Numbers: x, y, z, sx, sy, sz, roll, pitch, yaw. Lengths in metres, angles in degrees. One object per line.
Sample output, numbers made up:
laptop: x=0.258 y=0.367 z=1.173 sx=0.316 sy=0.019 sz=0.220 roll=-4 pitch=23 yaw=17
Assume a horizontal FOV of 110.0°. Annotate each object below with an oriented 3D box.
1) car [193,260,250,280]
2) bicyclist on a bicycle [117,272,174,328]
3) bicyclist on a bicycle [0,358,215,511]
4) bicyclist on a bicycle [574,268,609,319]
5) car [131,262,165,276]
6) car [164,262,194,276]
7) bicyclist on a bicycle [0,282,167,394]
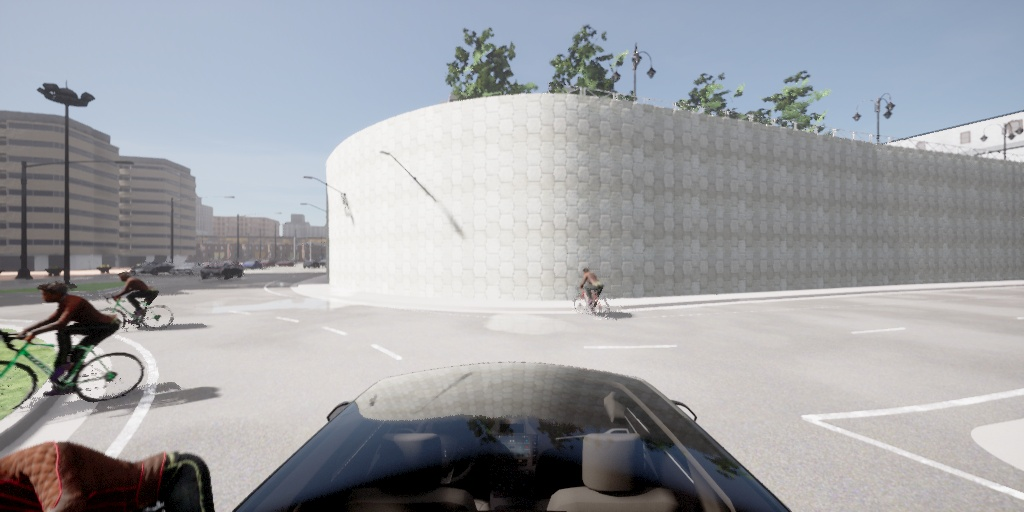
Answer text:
car: x=-25.987 y=1.348 z=32.311 sx=2.128 sy=1.511 sz=4.902 roll=0 pitch=0 yaw=-20
bicyclist on a bicycle: x=-10.221 y=1.241 z=9.675 sx=1.656 sy=1.620 sz=0.582 roll=-1 pitch=0 yaw=-26
bicyclist on a bicycle: x=-1.648 y=1.343 z=1.409 sx=0.582 sy=1.620 sz=1.656 roll=-40 pitch=-3 yaw=4
bicyclist on a bicycle: x=2.585 y=1.211 z=11.865 sx=0.582 sy=1.620 sz=1.656 roll=0 pitch=-1 yaw=-31
car: x=-39.553 y=1.392 z=39.696 sx=2.128 sy=1.511 sz=4.902 roll=0 pitch=0 yaw=-16
car: x=-36.048 y=1.418 z=40.154 sx=1.812 sy=1.442 sz=4.674 roll=0 pitch=0 yaw=-16
bicyclist on a bicycle: x=-5.831 y=1.172 z=4.651 sx=0.582 sy=1.620 sz=1.656 roll=1 pitch=-6 yaw=32
